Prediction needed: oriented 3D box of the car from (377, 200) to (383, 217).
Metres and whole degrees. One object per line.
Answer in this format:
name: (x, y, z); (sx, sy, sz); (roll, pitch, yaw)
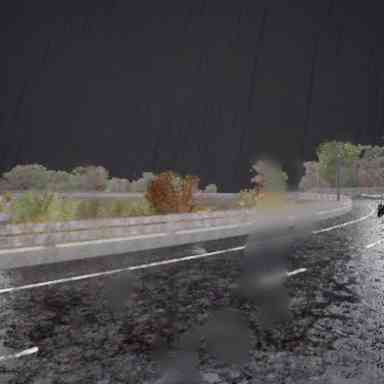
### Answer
car: (17.648, 1.363, 29.425); (1.882, 1.535, 5.008); (0, 0, 34)
